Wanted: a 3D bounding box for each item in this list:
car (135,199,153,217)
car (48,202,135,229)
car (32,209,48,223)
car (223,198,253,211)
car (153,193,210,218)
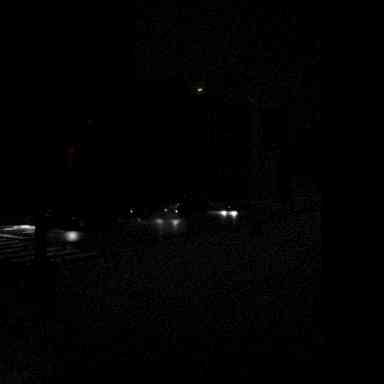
[{"bbox_3d":[-3.785,1.401,30.587,2.128,1.511,4.902,0,0,35],"label":"car"},{"bbox_3d":[-6.300,1.418,21.431,1.882,1.535,5.008,0,0,34],"label":"car"},{"bbox_3d":[-8.902,1.510,23.368,1.994,1.385,4.181,0,0,35],"label":"car"},{"bbox_3d":[5.216,1.420,37.639,1.994,1.385,4.181,0,0,36],"label":"car"},{"bbox_3d":[-0.553,1.120,29.536,2.150,2.045,5.566,0,0,35],"label":"car"}]
